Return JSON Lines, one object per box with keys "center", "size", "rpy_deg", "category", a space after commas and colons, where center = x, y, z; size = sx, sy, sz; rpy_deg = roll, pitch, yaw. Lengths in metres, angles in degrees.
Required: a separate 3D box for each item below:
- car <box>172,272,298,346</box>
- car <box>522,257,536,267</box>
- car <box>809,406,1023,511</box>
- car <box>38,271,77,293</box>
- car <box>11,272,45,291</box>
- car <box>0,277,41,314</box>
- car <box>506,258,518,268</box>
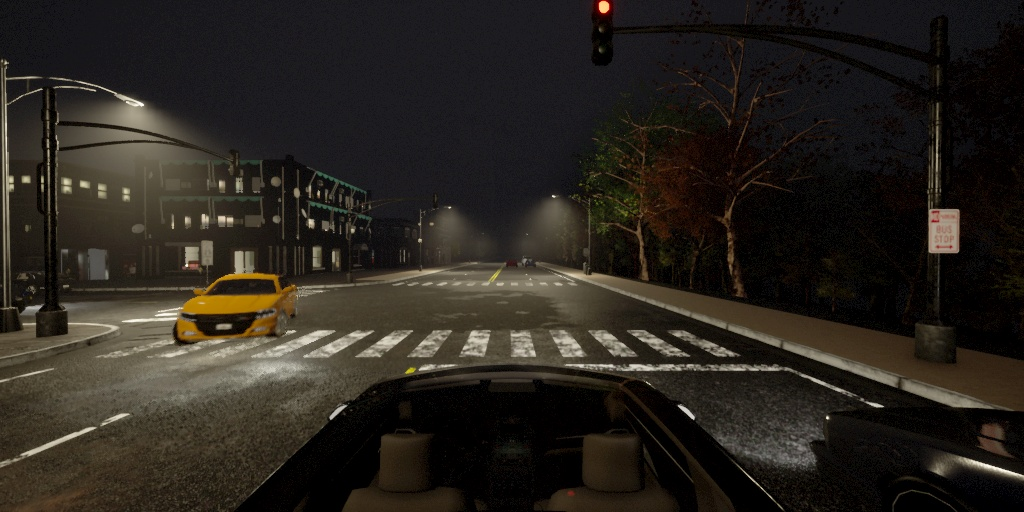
{"center": [-7.173, 1.229, 9.866], "size": [1.882, 1.535, 5.008], "rpy_deg": [1, -1, -25], "category": "car"}
{"center": [3.229, 1.274, 63.193], "size": [2.033, 1.411, 5.357], "rpy_deg": [0, 0, 0], "category": "car"}
{"center": [3.353, 1.298, 0.412], "size": [2.033, 1.411, 5.357], "rpy_deg": [0, 0, 0], "category": "car"}
{"center": [-28.319, 1.560, 21.021], "size": [4.403, 1.370, 2.007], "rpy_deg": [0, 0, 0], "category": "car"}
{"center": [-23.368, 1.575, 15.230], "size": [4.181, 1.385, 1.994], "rpy_deg": [-1, 1, 0], "category": "car"}
{"center": [-19.969, 1.565, 12.526], "size": [4.313, 1.339, 1.948], "rpy_deg": [0, 0, 0], "category": "car"}
{"center": [-0.022, 1.205, 61.989], "size": [1.882, 1.535, 5.008], "rpy_deg": [0, 0, 0], "category": "car"}
